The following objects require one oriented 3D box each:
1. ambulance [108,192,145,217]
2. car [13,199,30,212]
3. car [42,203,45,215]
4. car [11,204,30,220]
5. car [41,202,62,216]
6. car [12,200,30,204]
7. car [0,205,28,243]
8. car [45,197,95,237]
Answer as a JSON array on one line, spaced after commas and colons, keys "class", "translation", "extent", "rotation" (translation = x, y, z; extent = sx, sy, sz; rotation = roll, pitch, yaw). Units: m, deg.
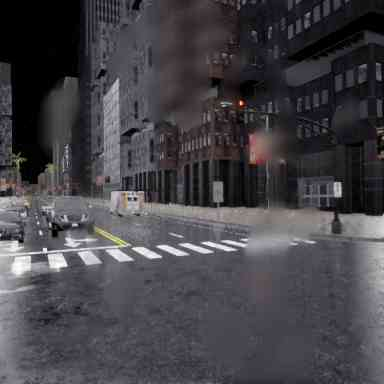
[{"class": "ambulance", "translation": [-6.884, 1.214, 34.014], "extent": [2.351, 2.431, 6.366], "rotation": [0, 0, -26]}, {"class": "car", "translation": [-23.636, 1.823, 46.184], "extent": [1.882, 1.535, 5.008], "rotation": [0, 0, -25]}, {"class": "car", "translation": [-11.487, 1.726, 28.395], "extent": [1.812, 1.442, 4.674], "rotation": [0, 0, -26]}, {"class": "car", "translation": [-13.350, 1.804, 24.775], "extent": [1.895, 1.301, 4.718], "rotation": [0, 0, -26]}, {"class": "car", "translation": [-15.891, 1.864, 37.506], "extent": [1.895, 1.301, 4.718], "rotation": [0, 0, -26]}, {"class": "car", "translation": [-17.724, 1.830, 33.819], "extent": [1.994, 1.385, 4.181], "rotation": [0, 0, -26]}, {"class": "car", "translation": [-9.313, 1.646, 16.448], "extent": [1.837, 1.490, 4.892], "rotation": [0, 0, -26]}, {"class": "car", "translation": [-7.234, 1.357, 19.616], "extent": [2.150, 2.045, 5.566], "rotation": [0, 0, -26]}]
